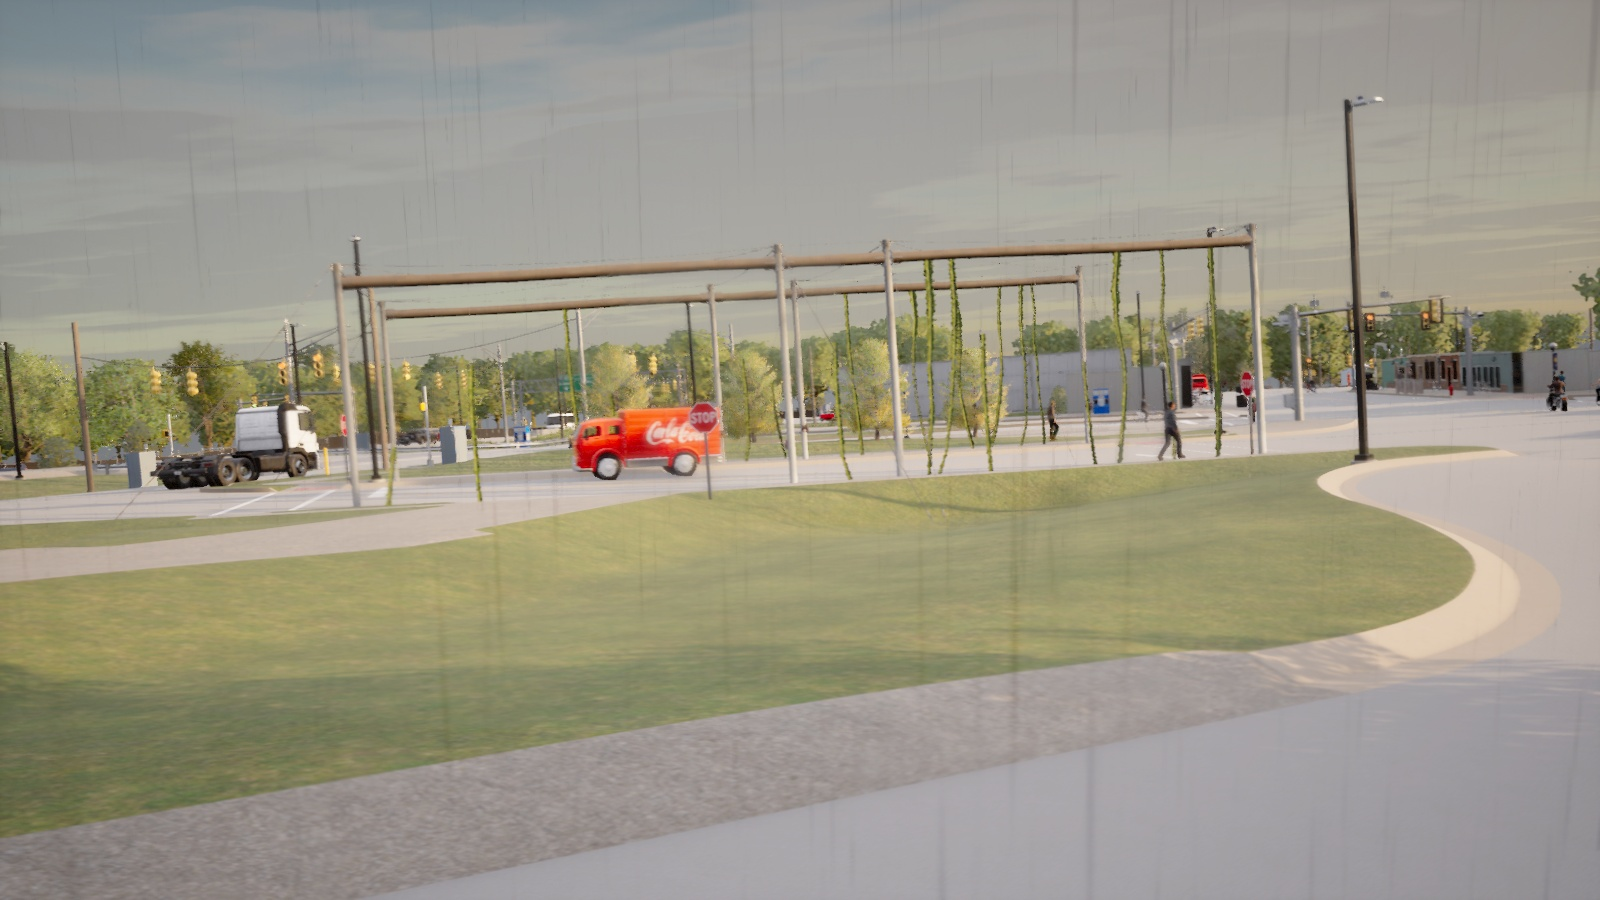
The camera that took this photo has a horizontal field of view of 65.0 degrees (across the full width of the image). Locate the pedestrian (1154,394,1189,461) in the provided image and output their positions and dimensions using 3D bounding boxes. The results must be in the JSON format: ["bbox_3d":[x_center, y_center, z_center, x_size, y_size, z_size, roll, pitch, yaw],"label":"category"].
[{"bbox_3d":[11.098,-0.673,37.510,0.788,1.949,0.423,-5,3,-15],"label":"pedestrian"}]

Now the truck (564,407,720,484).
[{"bbox_3d":[-5.744,-0.222,45.385,5.204,2.467,2.627,-3,3,-14],"label":"truck"}]

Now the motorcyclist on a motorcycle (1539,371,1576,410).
[{"bbox_3d":[34.344,-2.695,56.969,0.766,1.649,2.350,-4,1,16],"label":"motorcyclist on a motorcycle"}]

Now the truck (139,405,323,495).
[{"bbox_3d":[-24.422,-0.139,54.472,2.891,3.462,7.936,-4,1,12],"label":"truck"}]

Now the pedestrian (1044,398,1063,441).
[{"bbox_3d":[11.114,-1.347,55.117,0.634,1.846,0.331,-5,3,-12],"label":"pedestrian"}]
